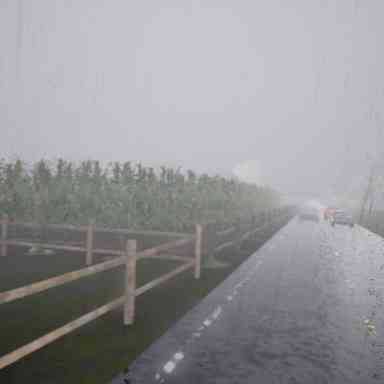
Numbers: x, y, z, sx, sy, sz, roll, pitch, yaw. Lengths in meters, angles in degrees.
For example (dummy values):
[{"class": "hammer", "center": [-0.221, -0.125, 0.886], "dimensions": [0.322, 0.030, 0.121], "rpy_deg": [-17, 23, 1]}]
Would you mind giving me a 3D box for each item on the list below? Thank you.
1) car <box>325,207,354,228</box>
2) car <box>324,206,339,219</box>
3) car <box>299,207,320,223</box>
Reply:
[{"class": "car", "center": [13.657, 2.420, 30.427], "dimensions": [2.033, 1.411, 5.357], "rpy_deg": [2, -1, 20]}, {"class": "car", "center": [17.348, 2.478, 40.819], "dimensions": [2.097, 1.767, 4.553], "rpy_deg": [2, -1, 20]}, {"class": "car", "center": [12.498, 2.369, 35.552], "dimensions": [1.882, 1.535, 5.008], "rpy_deg": [2, -1, 20]}]
